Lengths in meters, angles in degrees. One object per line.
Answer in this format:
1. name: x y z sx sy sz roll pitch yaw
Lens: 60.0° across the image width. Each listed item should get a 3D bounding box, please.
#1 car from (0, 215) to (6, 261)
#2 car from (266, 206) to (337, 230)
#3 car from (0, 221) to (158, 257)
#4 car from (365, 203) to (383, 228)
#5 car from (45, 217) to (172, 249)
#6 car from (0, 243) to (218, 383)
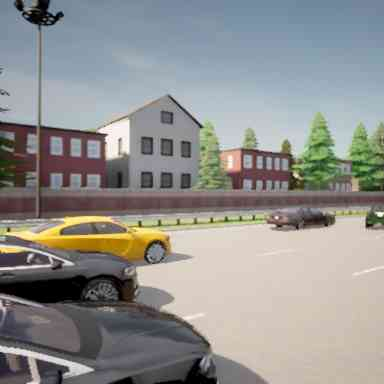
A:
1. car: -8.933 1.541 10.272 5.357 1.411 2.033 0 0 -36
2. car: 7.224 1.638 21.806 5.357 1.411 2.033 0 0 -36
3. car: -3.304 1.494 5.690 4.902 1.511 2.128 0 0 -36
4. car: 13.446 1.468 21.947 4.553 1.767 2.097 0 0 -36
5. car: -2.977 1.494 10.223 5.008 1.535 1.882 0 0 -36
6. car: -1.989 1.490 2.328 4.902 1.511 2.128 0 0 -36
